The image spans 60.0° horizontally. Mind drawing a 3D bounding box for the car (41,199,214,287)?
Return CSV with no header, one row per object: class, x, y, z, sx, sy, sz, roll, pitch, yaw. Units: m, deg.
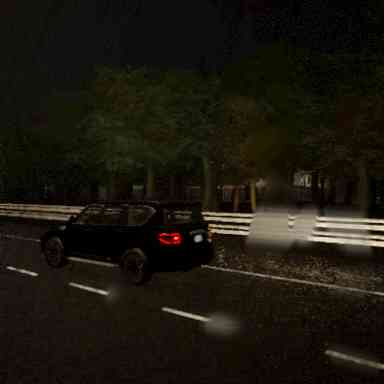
car,-2.032,1.223,9.619,5.566,2.045,2.150,0,0,36
